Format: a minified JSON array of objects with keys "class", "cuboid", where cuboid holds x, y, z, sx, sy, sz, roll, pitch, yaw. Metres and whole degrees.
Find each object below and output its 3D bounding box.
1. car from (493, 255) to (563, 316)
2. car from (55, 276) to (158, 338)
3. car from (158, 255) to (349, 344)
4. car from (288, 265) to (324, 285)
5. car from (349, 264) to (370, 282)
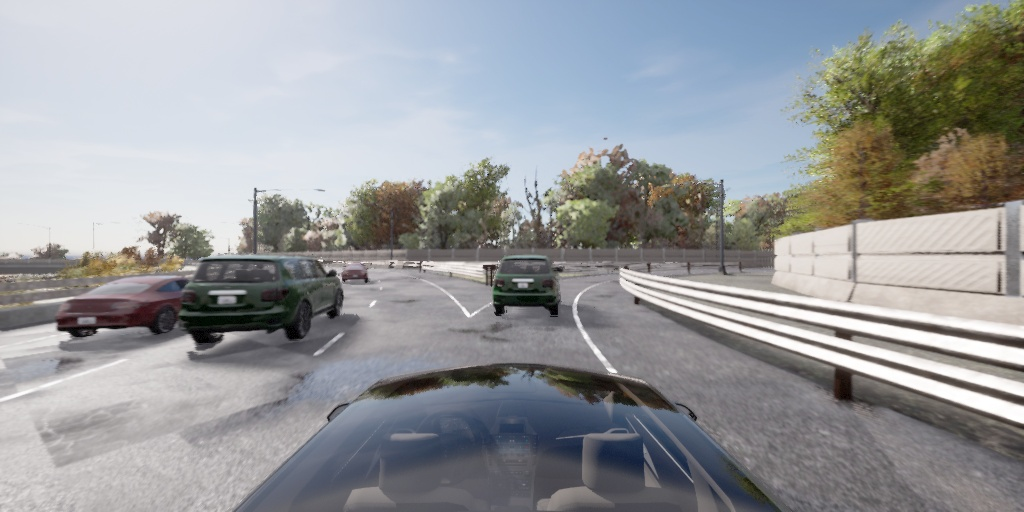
[{"class":"car","cuboid":[0.728,0.995,13.666,2.150,2.045,5.566,0,0,8]},{"class":"car","cuboid":[-10.095,1.293,10.296,1.812,1.442,4.674,0,0,-14]},{"class":"car","cuboid":[-6.372,0.988,9.909,2.150,2.045,5.566,0,0,-13]},{"class":"car","cuboid":[-16.121,1.403,28.290,1.895,1.301,4.718,0,0,-23]},{"class":"car","cuboid":[-12.526,1.329,28.789,1.812,1.442,4.674,0,0,-22]}]
